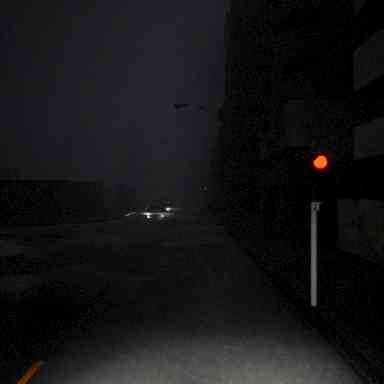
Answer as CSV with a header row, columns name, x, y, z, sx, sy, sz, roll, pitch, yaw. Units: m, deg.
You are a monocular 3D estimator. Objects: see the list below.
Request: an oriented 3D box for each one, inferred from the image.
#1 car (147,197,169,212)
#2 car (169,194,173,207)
name,x,y,z,sx,sy,sz,roll,pitch,yaw
car,-4.158,1.478,39.535,1.882,1.535,5.008,0,0,0
car,-4.142,1.505,49.562,1.837,1.490,4.892,0,0,1
